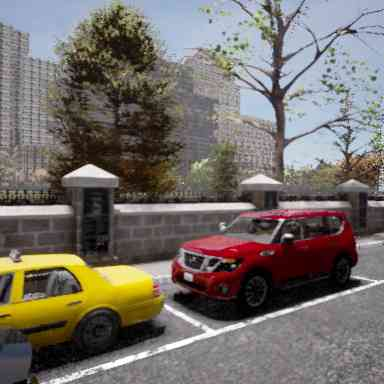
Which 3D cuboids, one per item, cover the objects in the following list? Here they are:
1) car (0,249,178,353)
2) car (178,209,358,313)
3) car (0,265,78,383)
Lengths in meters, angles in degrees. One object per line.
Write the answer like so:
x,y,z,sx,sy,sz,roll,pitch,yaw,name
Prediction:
-2.739,1.528,4.603,4.829,1.417,1.752,1,0,-36,car
1.983,1.367,7.974,5.009,1.841,2.192,1,0,-36,car
-3.155,1.487,1.124,4.892,1.490,1.837,0,0,-36,car
